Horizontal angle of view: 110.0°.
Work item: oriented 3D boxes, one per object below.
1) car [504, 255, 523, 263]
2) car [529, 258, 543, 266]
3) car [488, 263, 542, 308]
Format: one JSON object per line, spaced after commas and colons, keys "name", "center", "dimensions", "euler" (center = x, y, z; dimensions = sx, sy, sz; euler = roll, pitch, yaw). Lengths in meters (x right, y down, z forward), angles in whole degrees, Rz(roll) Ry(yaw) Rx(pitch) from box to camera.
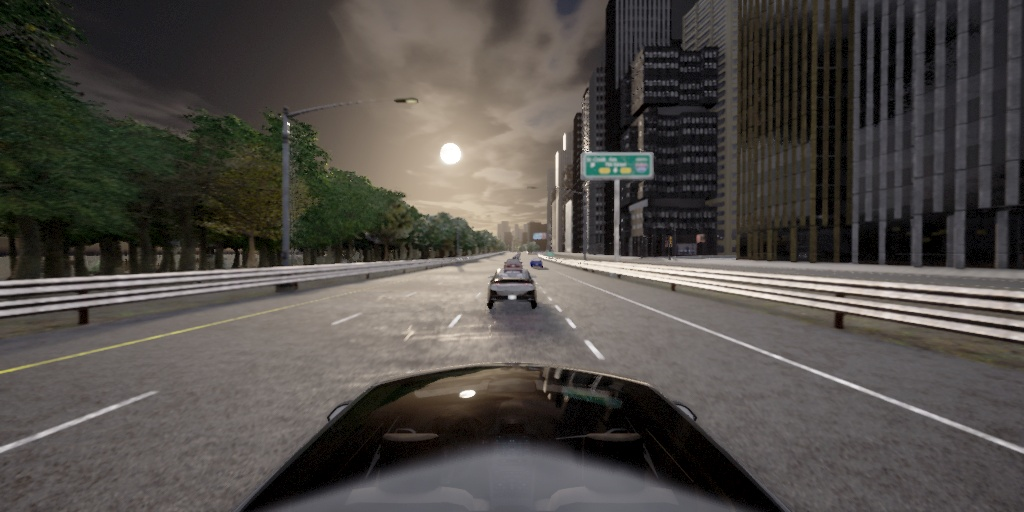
{"name": "car", "center": [0.151, 1.054, 41.038], "dimensions": [2.097, 1.767, 4.553], "euler": [0, 0, 0]}
{"name": "car", "center": [3.926, 1.086, 58.717], "dimensions": [1.882, 1.535, 5.008], "euler": [0, 1, 1]}
{"name": "car", "center": [0.014, 1.241, 15.131], "dimensions": [2.128, 1.511, 4.902], "euler": [0, 0, 0]}
